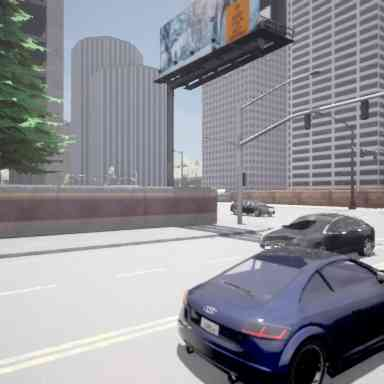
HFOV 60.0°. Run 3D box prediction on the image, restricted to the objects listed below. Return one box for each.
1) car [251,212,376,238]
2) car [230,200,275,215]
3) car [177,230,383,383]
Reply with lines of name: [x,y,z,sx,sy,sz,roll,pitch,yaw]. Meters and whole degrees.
car: [4.432,1.514,11.433,4.892,1.490,1.837,0,0,-35]
car: [5.682,1.512,31.562,2.128,1.511,4.902,0,0,-34]
car: [1.853,1.568,5.110,4.181,1.385,1.994,0,0,-35]
